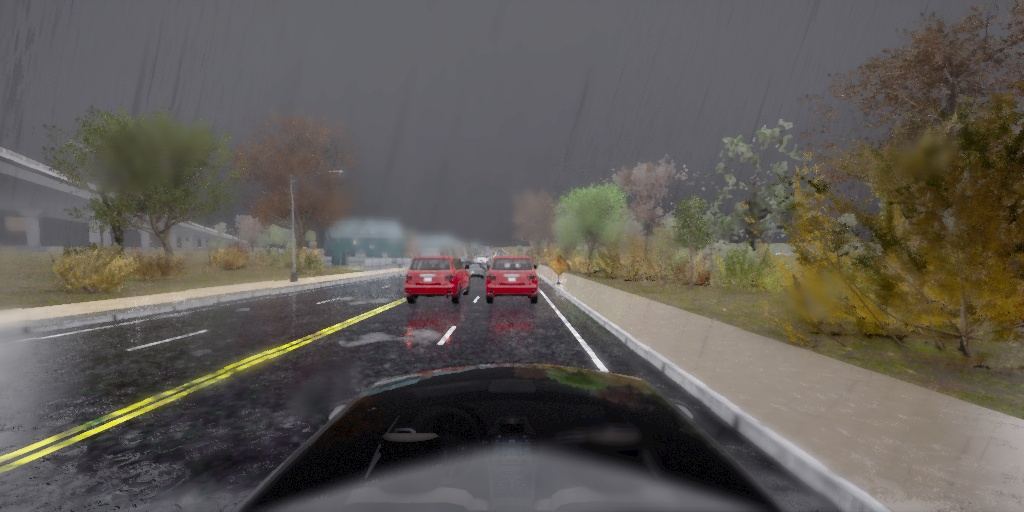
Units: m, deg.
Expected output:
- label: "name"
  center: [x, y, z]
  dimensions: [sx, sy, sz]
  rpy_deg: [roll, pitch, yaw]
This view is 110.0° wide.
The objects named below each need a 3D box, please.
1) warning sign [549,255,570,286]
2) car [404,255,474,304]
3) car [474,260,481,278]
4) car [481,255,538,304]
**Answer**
- label: "warning sign"
  center: [2.850, 0.849, 22.023]
  dimensions: [1.300, 1.860, 1.060]
  rpy_deg: [0, 0, 0]
- label: "car"
  center: [-3.250, 0.997, 16.536]
  dimensions: [2.150, 2.045, 5.566]
  rpy_deg: [0, 0, 0]
- label: "car"
  center: [-3.249, 1.297, 31.517]
  dimensions: [1.994, 1.385, 4.181]
  rpy_deg: [0, 0, 0]
- label: "car"
  center: [0.001, 0.997, 16.536]
  dimensions: [2.150, 2.045, 5.566]
  rpy_deg: [0, 0, 0]
